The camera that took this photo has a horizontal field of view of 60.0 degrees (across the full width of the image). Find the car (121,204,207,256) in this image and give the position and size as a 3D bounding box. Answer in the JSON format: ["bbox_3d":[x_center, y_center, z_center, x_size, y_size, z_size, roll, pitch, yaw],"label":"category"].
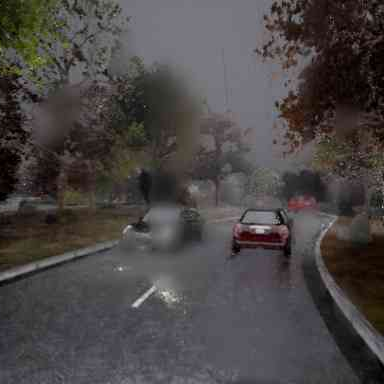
[{"bbox_3d":[-0.944,1.361,13.408,2.097,1.767,4.553,0,0,20],"label":"car"}]

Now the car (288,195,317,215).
[{"bbox_3d":[11.996,1.410,36.852,2.150,2.045,5.566,1,0,2],"label":"car"}]

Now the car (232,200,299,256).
[{"bbox_3d":[3.084,1.381,13.602,2.097,1.767,4.553,0,0,19],"label":"car"}]
